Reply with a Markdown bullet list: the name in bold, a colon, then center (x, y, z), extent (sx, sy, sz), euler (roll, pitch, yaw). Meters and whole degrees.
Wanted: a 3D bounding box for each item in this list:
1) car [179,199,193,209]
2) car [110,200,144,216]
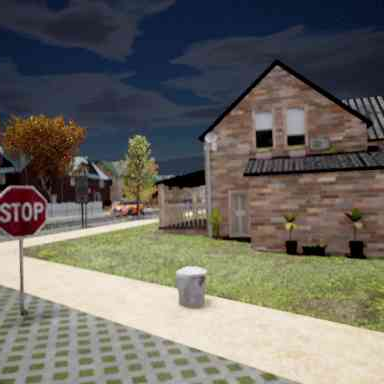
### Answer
- **car**: center (-0.790, 1.931, 56.924), extent (2.097, 1.767, 4.553), euler (-2, -1, 17)
- **car**: center (-7.121, 1.712, 36.708), extent (2.097, 1.767, 4.553), euler (-2, -1, 17)
